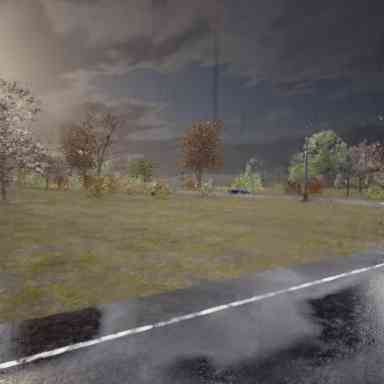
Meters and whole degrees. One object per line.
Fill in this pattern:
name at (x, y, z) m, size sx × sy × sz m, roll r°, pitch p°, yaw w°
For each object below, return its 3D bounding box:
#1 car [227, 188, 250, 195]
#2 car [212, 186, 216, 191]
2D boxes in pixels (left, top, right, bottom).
car at (9.298, -0.170, 67.001) m, size 1.895 × 1.301 × 4.718 m, roll 0°, pitch 2°, yaw -36°
car at (3.466, -0.671, 75.084) m, size 2.128 × 1.511 × 4.902 m, roll 0°, pitch 2°, yaw -36°
